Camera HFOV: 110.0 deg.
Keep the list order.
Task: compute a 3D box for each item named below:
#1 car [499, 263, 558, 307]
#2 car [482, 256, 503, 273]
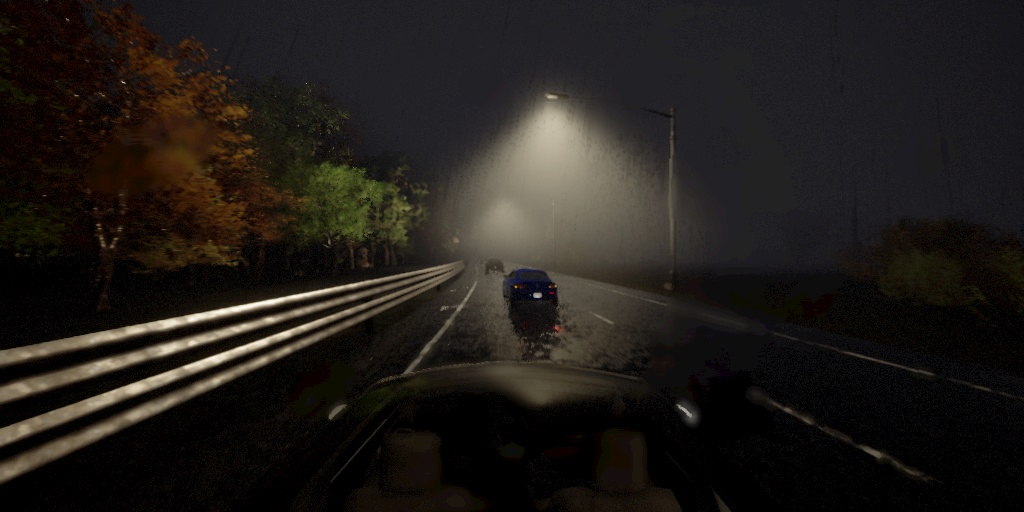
[{"bbox_3d":[0.657,1.201,14.915,1.812,1.442,4.674,0,0,-6],"label":"car"},{"bbox_3d":[-1.945,1.011,38.999,1.882,1.535,5.008,0,0,-6],"label":"car"}]
